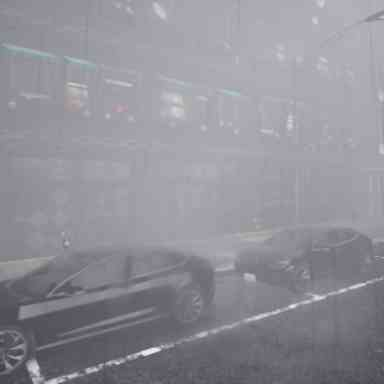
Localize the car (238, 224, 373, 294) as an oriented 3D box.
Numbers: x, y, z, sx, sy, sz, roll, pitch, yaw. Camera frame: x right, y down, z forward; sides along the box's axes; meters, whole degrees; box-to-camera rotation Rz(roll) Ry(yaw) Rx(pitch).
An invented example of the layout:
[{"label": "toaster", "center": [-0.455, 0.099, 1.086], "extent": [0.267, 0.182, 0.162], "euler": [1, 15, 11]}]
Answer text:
[{"label": "car", "center": [3.081, 1.553, 8.770], "extent": [4.313, 1.339, 1.947], "euler": [0, -1, -35]}]

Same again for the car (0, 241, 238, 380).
[{"label": "car", "center": [-1.546, 1.563, 5.469], "extent": [4.313, 1.339, 1.947], "euler": [0, -1, -35]}]
